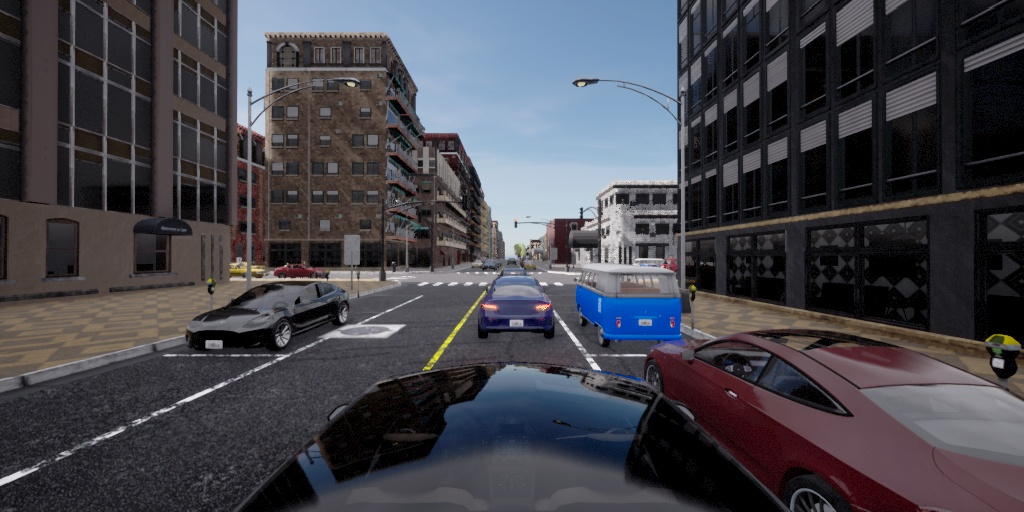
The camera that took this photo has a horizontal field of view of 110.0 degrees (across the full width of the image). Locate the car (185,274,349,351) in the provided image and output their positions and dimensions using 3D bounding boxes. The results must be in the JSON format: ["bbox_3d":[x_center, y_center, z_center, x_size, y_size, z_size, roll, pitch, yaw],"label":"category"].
[{"bbox_3d":[-5.691,1.316,9.025,1.948,1.339,4.313,0,0,0],"label":"car"}]

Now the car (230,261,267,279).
[{"bbox_3d":[-22.963,1.215,29.791,4.829,1.417,1.751,0,0,0],"label":"car"}]

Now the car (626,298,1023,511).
[{"bbox_3d":[2.657,1.332,3.311,1.802,1.307,4.207,0,0,0],"label":"car"}]

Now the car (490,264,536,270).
[{"bbox_3d":[0.090,1.317,18.451,1.994,1.385,4.181,0,0,0],"label":"car"}]

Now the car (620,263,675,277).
[{"bbox_3d":[13.399,1.416,35.696,4.718,1.301,1.895,0,0,1],"label":"car"}]

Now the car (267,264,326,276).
[{"bbox_3d":[-17.470,1.282,29.805,4.207,1.307,1.802,0,0,0],"label":"car"}]

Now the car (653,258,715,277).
[{"bbox_3d":[14.916,1.106,29.886,5.009,1.841,2.192,0,0,0],"label":"car"}]

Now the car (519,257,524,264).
[{"bbox_3d":[2.683,1.379,64.865,1.802,1.307,4.207,0,0,0],"label":"car"}]

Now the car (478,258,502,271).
[{"bbox_3d":[-3.067,1.326,50.632,2.033,1.411,5.357,0,0,3],"label":"car"}]

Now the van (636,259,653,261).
[{"bbox_3d":[14.893,1.173,38.266,3.998,1.789,1.690,0,0,0],"label":"van"}]

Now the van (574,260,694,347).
[{"bbox_3d":[2.656,1.091,9.000,1.690,1.789,3.998,0,0,0],"label":"van"}]

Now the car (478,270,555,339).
[{"bbox_3d":[0.100,1.277,10.000,1.812,1.442,4.674,0,0,0],"label":"car"}]

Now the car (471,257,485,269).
[{"bbox_3d":[-5.697,1.315,59.153,1.751,1.417,4.829,0,0,0],"label":"car"}]

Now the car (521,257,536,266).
[{"bbox_3d":[2.684,1.308,53.956,1.751,1.417,4.829,0,0,0],"label":"car"}]
